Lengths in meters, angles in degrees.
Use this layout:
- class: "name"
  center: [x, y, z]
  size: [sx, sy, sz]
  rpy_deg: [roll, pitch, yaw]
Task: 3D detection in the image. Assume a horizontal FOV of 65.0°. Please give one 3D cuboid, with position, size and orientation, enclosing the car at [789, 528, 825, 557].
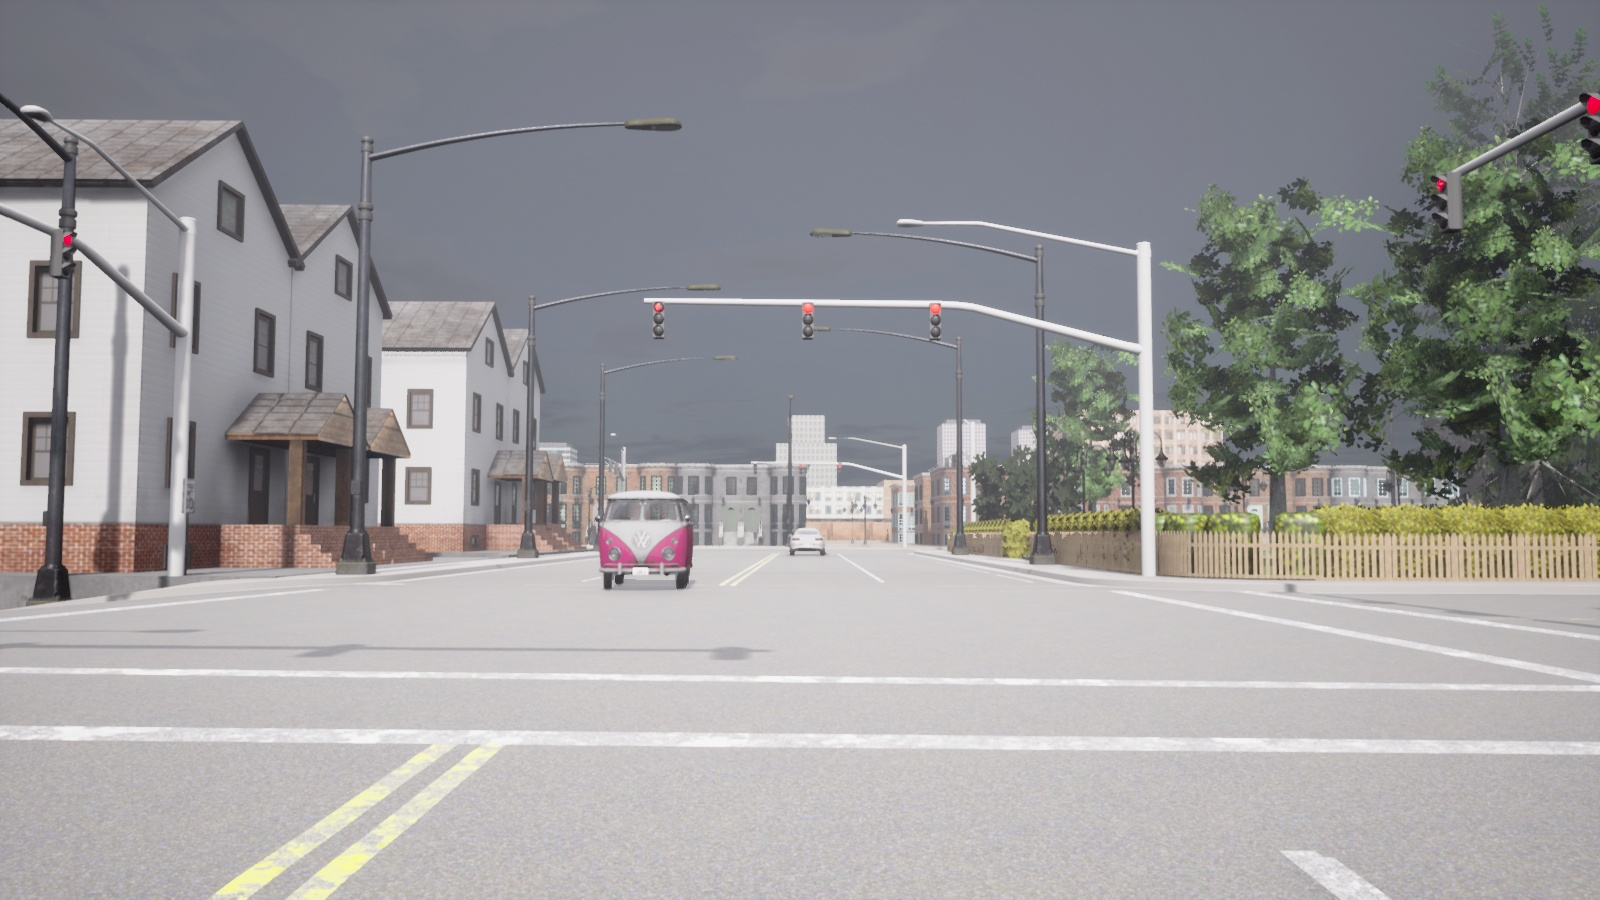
- class: "car"
  center: [0.377, 4.884, 66.584]
  size: [1.812, 1.442, 4.674]
  rpy_deg: [0, -4, 0]

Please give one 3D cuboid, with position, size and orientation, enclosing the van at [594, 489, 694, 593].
- class: "van"
  center: [-3.176, 1.883, 26.303]
  size: [1.775, 1.987, 4.442]
  rpy_deg: [0, -4, -4]
